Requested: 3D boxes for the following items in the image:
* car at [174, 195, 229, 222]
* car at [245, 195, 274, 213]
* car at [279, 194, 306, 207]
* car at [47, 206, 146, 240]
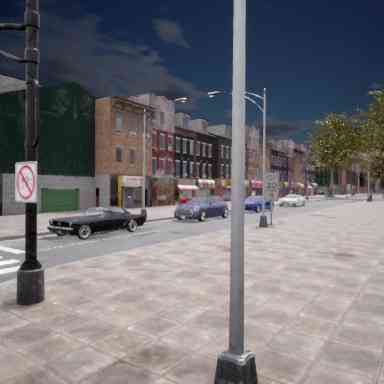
[{"bbox_3d":[0.725,1.038,23.530,2.097,1.767,4.553,1,1,35],"label":"car"},{"bbox_3d":[5.992,1.049,30.906,1.882,1.535,5.008,1,1,35],"label":"car"},{"bbox_3d":[11.821,0.979,39.039,1.812,1.442,4.674,1,1,36],"label":"car"},{"bbox_3d":[-4.487,1.408,16.229,1.895,1.301,4.718,1,1,35],"label":"car"}]
